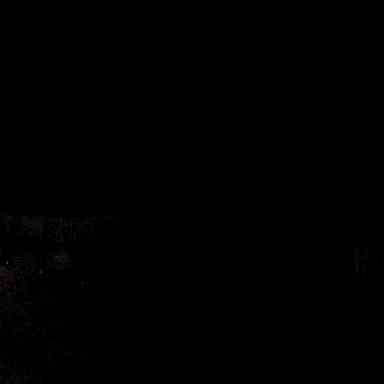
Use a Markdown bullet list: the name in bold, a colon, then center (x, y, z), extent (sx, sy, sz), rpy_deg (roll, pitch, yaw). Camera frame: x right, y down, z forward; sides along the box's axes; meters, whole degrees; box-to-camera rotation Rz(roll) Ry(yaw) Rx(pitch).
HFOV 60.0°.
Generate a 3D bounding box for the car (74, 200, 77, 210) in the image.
- **car**: center (-11.682, 1.371, 38.100), extent (1.812, 1.442, 4.674), rpy_deg (0, 0, 37)
